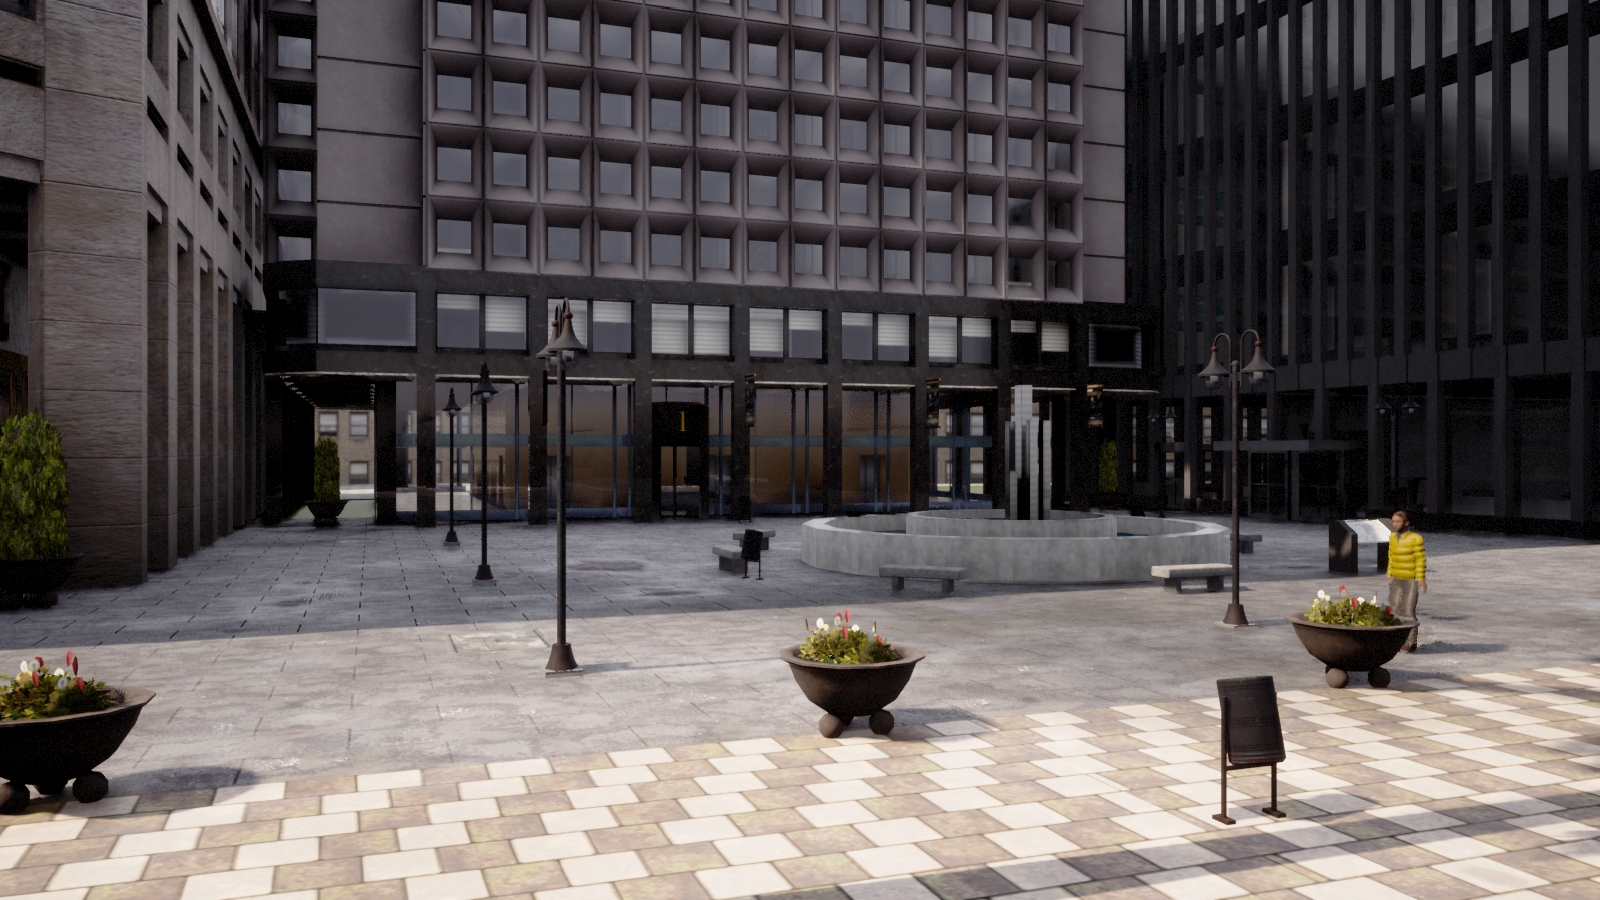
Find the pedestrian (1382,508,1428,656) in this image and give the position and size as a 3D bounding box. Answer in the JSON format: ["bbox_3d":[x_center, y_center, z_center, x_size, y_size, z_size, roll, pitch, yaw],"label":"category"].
[{"bbox_3d":[7.848,1.702,14.833,0.375,1.860,0.375,0,0,-20],"label":"pedestrian"}]
